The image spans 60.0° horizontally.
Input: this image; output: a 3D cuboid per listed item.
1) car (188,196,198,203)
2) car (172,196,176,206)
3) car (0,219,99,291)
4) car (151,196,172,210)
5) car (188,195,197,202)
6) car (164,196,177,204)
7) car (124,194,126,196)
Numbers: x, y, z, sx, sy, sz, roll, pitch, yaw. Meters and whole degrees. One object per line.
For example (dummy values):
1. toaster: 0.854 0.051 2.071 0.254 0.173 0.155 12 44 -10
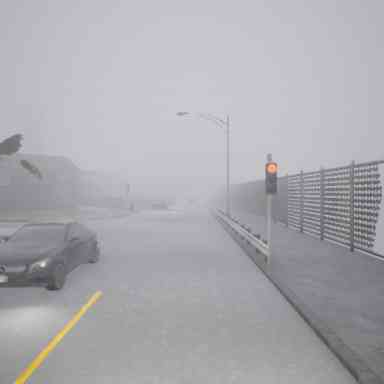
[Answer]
1. car: 0.161 1.547 68.020 2.033 1.411 5.357 0 0 -1
2. car: -4.047 1.505 52.519 1.837 1.490 4.892 0 0 0
3. car: -3.919 1.526 9.148 1.812 1.442 4.674 0 0 0
4. car: -4.062 1.478 42.801 1.882 1.535 5.008 0 0 0
5. car: 0.066 1.540 78.648 2.033 1.411 5.357 0 0 0
6. car: -4.005 1.547 62.975 2.033 1.411 5.357 0 0 0
7. car: -17.212 1.134 78.245 3.633 1.501 1.845 0 0 0
